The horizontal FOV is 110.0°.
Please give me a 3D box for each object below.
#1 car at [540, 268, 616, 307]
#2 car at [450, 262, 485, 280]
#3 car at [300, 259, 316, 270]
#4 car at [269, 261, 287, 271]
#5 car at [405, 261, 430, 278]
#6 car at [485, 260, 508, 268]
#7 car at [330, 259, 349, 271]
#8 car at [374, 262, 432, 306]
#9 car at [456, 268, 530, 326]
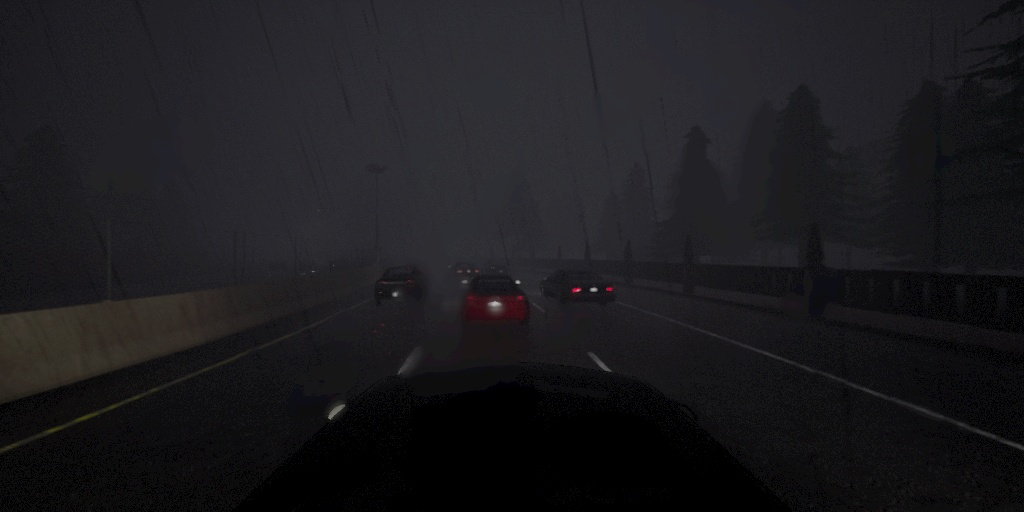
[{"bbox_3d":[2.555,1.229,15.139,2.033,1.411,5.357,0,0,-8],"label":"car"},{"bbox_3d":[-3.951,1.188,29.446,2.033,1.411,5.357,0,0,-16],"label":"car"},{"bbox_3d":[-28.229,1.126,49.669,2.128,1.511,4.902,0,0,-31],"label":"car"},{"bbox_3d":[-30.813,1.256,47.237,1.895,1.301,4.718,0,0,-31],"label":"car"},{"bbox_3d":[-8.807,1.205,33.088,1.994,1.385,4.181,0,0,-18],"label":"car"},{"bbox_3d":[-1.651,1.139,33.735,1.812,1.442,4.674,0,0,-17],"label":"car"},{"bbox_3d":[-22.578,1.154,46.861,1.812,1.442,4.674,0,0,-29],"label":"car"},{"bbox_3d":[-4.634,1.196,15.665,2.128,1.511,4.902,0,0,-8],"label":"car"},{"bbox_3d":[-0.625,1.272,11.618,1.994,1.385,4.181,0,0,-6],"label":"car"}]
